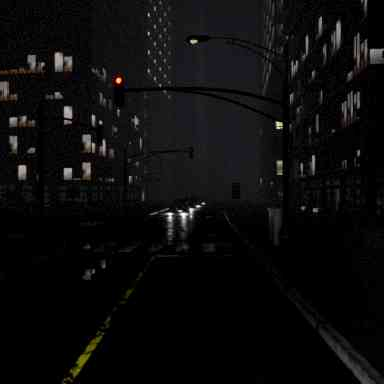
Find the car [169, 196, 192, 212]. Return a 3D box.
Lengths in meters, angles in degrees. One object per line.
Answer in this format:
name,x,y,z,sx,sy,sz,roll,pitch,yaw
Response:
car,-1.448,1.499,37.854,1.812,1.442,4.674,0,0,5

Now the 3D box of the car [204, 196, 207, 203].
car,1.905,1.463,67.585,2.033,1.411,5.357,0,0,8

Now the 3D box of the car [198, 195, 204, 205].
car,0.443,1.293,56.634,2.097,1.767,4.553,0,0,7

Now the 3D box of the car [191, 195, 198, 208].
car,-0.631,1.486,46.819,1.812,1.442,4.674,0,0,6

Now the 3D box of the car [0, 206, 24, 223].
car,-16.444,1.854,28.063,4.403,1.369,2.008,-1,1,10
